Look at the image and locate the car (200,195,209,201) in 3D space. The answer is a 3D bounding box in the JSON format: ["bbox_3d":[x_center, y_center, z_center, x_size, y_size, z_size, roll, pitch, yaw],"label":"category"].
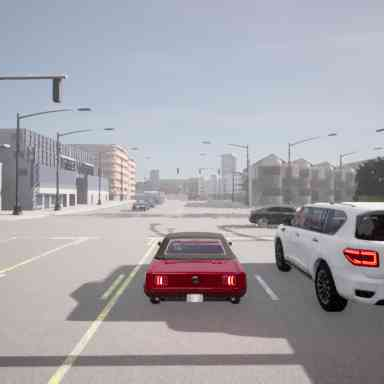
[{"bbox_3d":[3.520,1.521,89.196,2.097,1.767,4.553,0,-1,0],"label":"car"}]

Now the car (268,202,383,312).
[{"bbox_3d":[3.565,1.234,7.875,2.150,2.045,5.566,0,0,0],"label":"car"}]

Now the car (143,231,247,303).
[{"bbox_3d":[0.071,1.617,8.168,1.895,1.301,4.718,0,0,0],"label":"car"}]

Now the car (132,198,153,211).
[{"bbox_3d":[-7.088,1.854,46.002,2.128,1.511,4.902,0,0,0],"label":"car"}]

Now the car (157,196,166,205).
[{"bbox_3d":[-7.005,1.679,67.232,2.097,1.767,4.553,0,1,0],"label":"car"}]

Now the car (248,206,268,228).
[{"bbox_3d":[6.209,1.614,22.118,4.892,1.490,1.837,0,1,14],"label":"car"}]

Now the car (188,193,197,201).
[{"bbox_3d":[0.020,1.387,88.843,2.150,2.045,5.566,0,-1,0],"label":"car"}]

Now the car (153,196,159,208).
[{"bbox_3d":[-7.072,1.938,55.343,1.812,1.442,4.674,0,0,0],"label":"car"}]
